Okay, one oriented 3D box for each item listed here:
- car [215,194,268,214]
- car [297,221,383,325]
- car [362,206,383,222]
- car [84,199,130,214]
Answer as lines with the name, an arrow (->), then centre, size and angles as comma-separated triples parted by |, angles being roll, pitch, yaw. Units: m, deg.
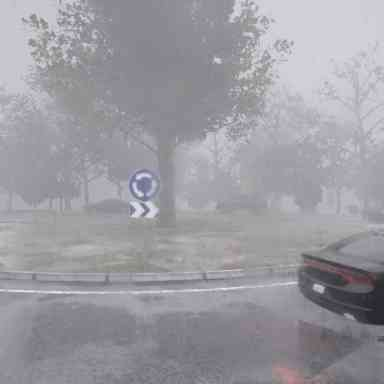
car -> 5.303, 1.221, 35.436 | 5.566, 2.045, 2.150 | 0, 0, 26
car -> 4.470, 1.477, 6.469 | 5.008, 1.535, 1.882 | 0, 0, -20
car -> 13.884, 1.600, 23.032 | 1.895, 1.301, 4.718 | 0, 0, -4
car -> -8.928, 1.477, 35.528 | 5.008, 1.535, 1.882 | 0, -1, -22
